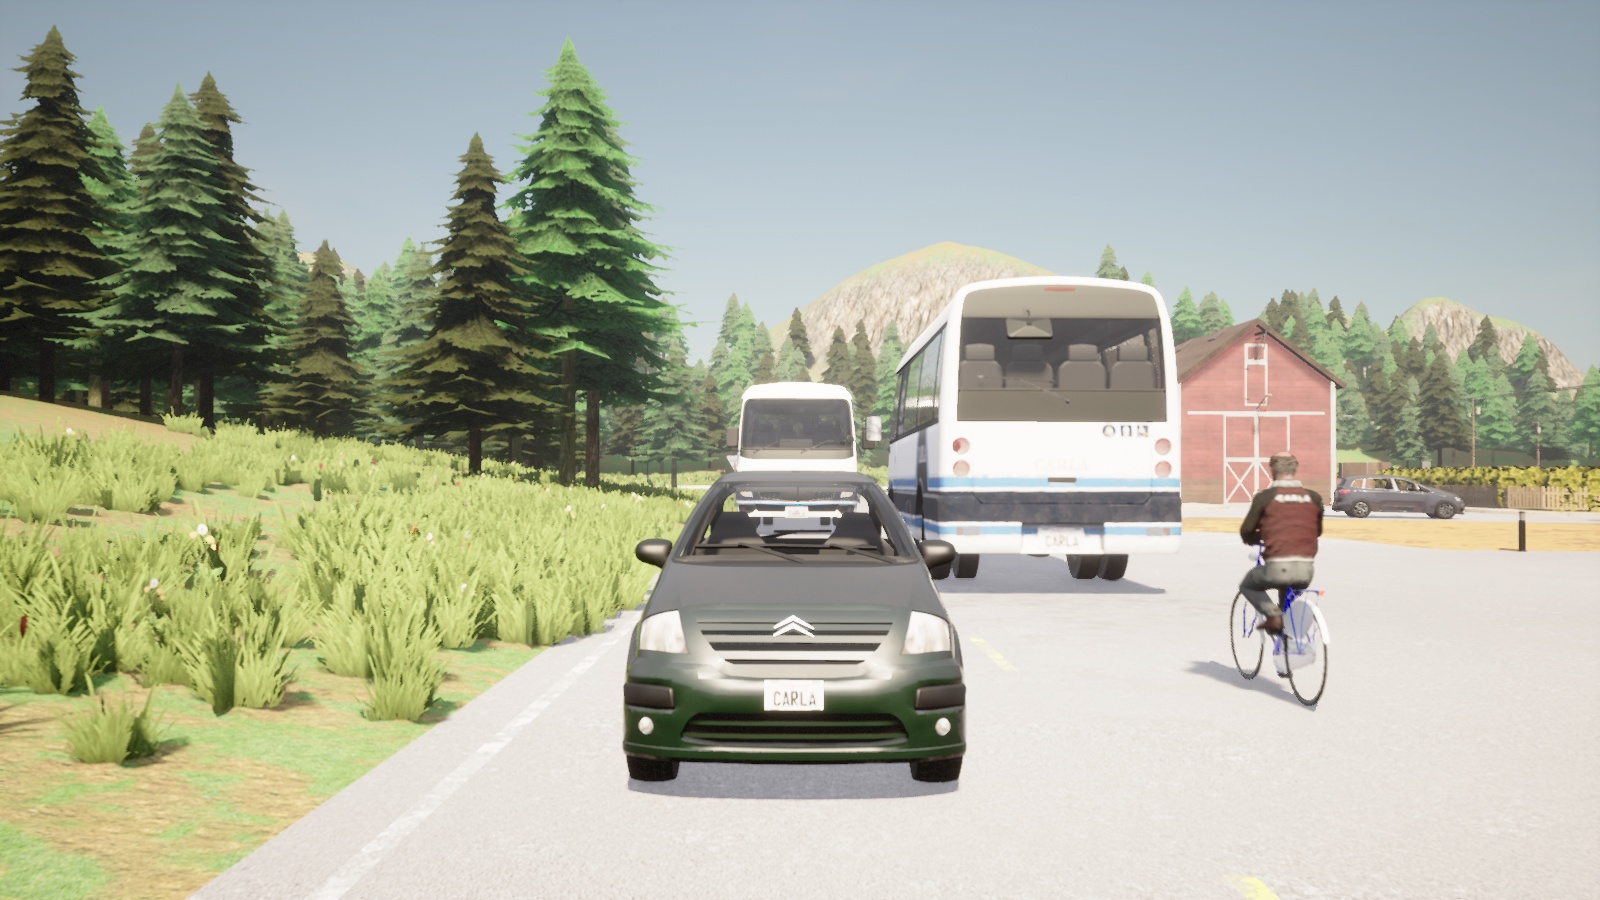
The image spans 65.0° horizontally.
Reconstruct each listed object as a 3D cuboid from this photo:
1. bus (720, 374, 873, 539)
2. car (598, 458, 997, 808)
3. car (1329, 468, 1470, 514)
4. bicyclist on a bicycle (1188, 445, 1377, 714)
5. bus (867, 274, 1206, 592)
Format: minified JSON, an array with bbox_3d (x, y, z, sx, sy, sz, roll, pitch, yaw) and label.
[{"bbox_3d":[-0.092,0.247,37.624,3.944,4.253,10.273,0,-1,0],"label":"bus"},{"bbox_3d":[-0.018,0.886,7.831,1.851,1.617,3.988,0,-1,0],"label":"car"},{"bbox_3d":[23.108,1.548,48.592,4.611,1.667,2.242,0,-1,16],"label":"car"},{"bbox_3d":[3.478,0.876,9.238,0.659,1.776,1.843,0,-1,0],"label":"bicyclist on a bicycle"},{"bbox_3d":[3.444,-0.100,21.982,3.944,4.253,10.273,0,-2,0],"label":"bus"}]
